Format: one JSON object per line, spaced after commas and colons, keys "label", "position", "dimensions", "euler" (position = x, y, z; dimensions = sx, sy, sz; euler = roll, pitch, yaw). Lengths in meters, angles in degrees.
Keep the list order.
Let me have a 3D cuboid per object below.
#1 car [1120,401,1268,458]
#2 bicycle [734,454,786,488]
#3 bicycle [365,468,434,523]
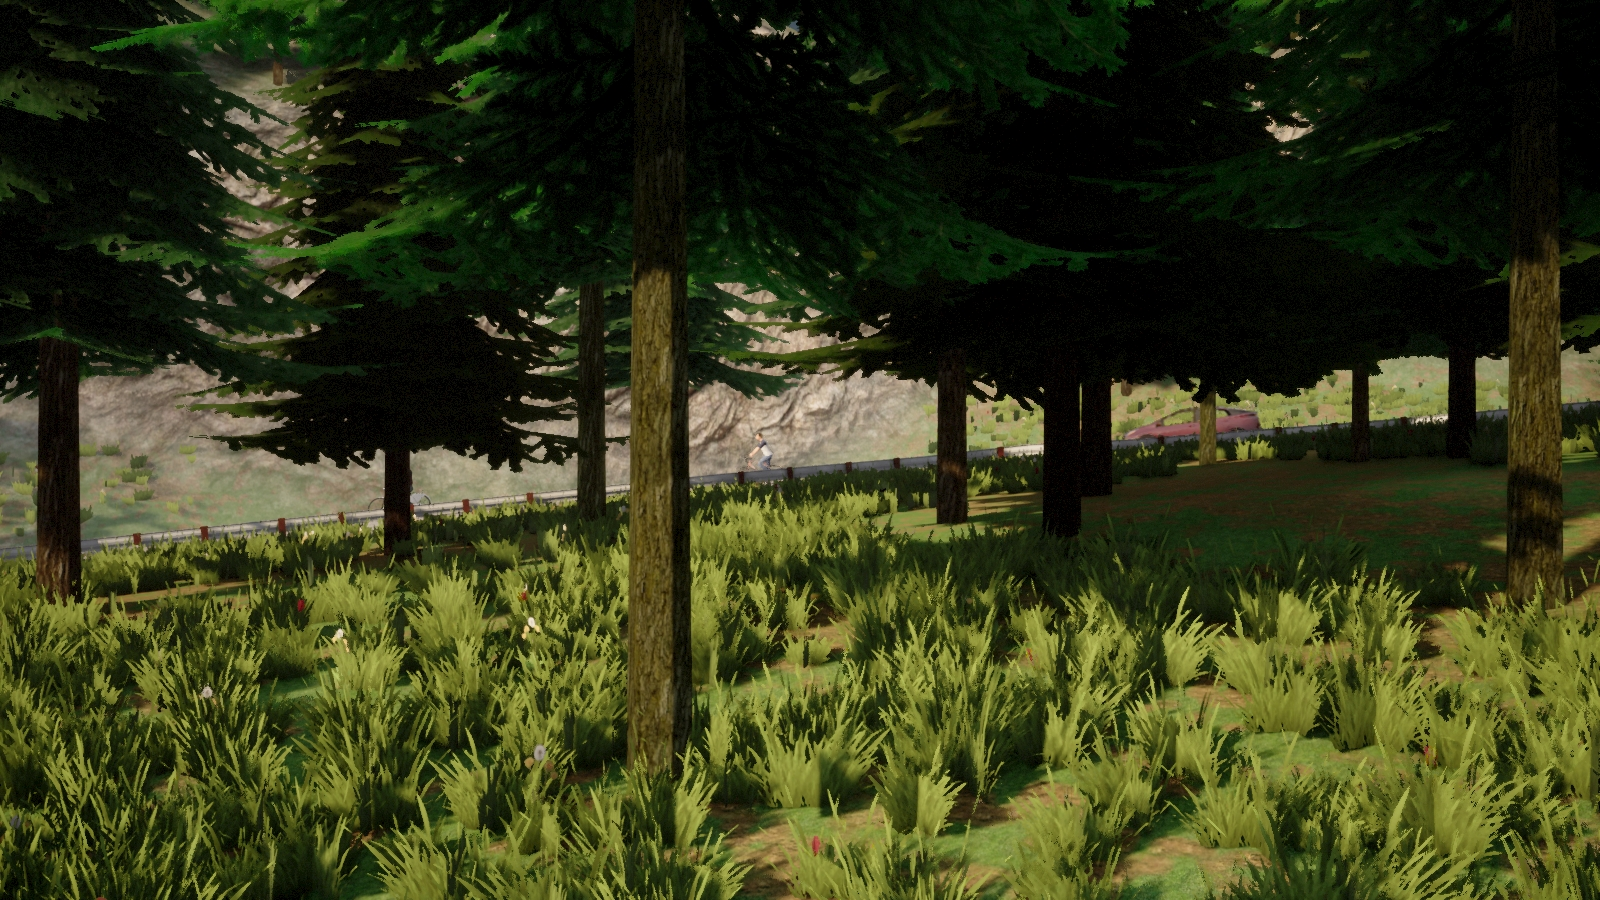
{"label": "car", "position": [13.248, -0.661, 38.629], "dimensions": [4.514, 1.525, 2.007], "euler": [-5, -1, 17]}
{"label": "bicycle", "position": [-1.361, 0.704, 39.022], "dimensions": [1.643, 1.024, 0.373], "euler": [-5, 1, -11]}
{"label": "bicycle", "position": [-12.075, 1.355, 34.490], "dimensions": [1.835, 1.471, 0.329], "euler": [-5, 2, -29]}
